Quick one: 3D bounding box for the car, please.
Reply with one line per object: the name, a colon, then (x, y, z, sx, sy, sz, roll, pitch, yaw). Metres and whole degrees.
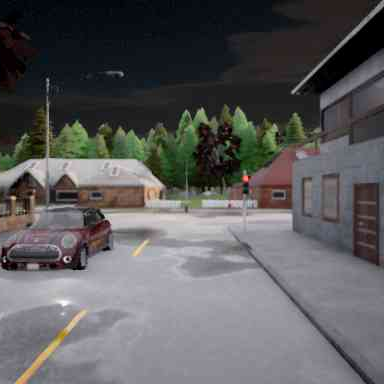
car: (-4.050, 1.303, 10.754, 2.097, 1.767, 4.553, 0, 0, 1)
